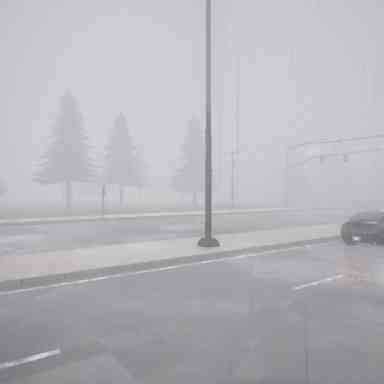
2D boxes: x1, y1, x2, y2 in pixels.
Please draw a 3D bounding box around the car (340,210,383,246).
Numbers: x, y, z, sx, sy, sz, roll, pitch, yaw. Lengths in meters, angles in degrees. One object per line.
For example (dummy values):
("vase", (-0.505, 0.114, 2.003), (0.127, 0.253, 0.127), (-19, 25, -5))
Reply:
("car", (8.200, 1.513, 14.018), (4.892, 1.490, 1.837), (0, 0, -35))
